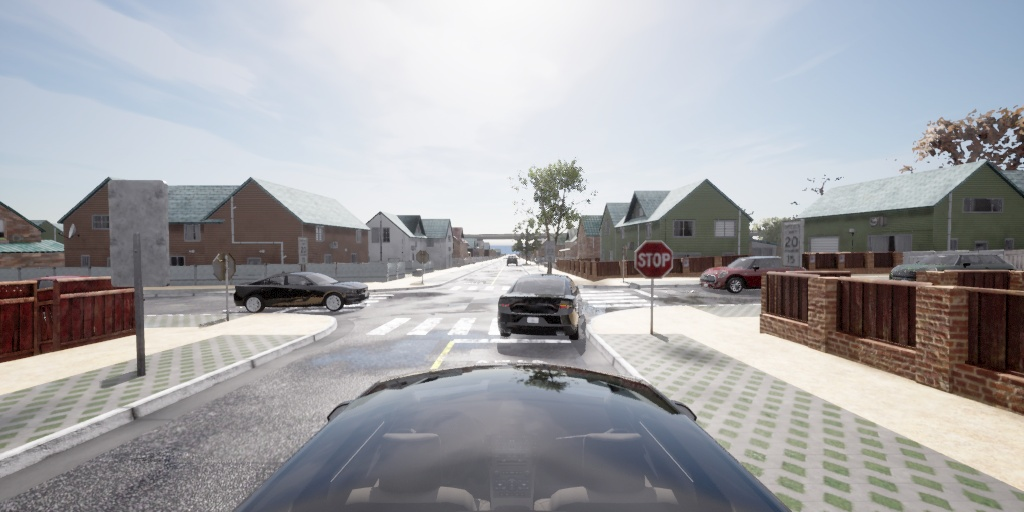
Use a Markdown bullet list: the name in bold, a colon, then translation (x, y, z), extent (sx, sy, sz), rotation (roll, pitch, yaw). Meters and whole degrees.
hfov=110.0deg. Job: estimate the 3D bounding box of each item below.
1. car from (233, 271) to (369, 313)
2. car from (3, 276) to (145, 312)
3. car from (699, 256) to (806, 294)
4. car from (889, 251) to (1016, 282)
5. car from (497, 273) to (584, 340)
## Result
- **car**: translation (-8.462, 1.377, 14.638), extent (5.008, 1.535, 1.882), rotation (-1, 2, 0)
- **car**: translation (-18.015, 1.547, 14.580), extent (5.008, 1.535, 1.882), rotation (-1, 2, 0)
- **car**: translation (11.814, 0.821, 17.712), extent (4.553, 1.767, 2.097), rotation (-1, 2, 0)
- **car**: translation (21.709, 0.646, 17.778), extent (4.553, 1.767, 2.097), rotation (-1, 2, 0)
- **car**: translation (0.962, 1.225, 10.107), extent (1.882, 1.535, 5.008), rotation (0, 0, 12)
